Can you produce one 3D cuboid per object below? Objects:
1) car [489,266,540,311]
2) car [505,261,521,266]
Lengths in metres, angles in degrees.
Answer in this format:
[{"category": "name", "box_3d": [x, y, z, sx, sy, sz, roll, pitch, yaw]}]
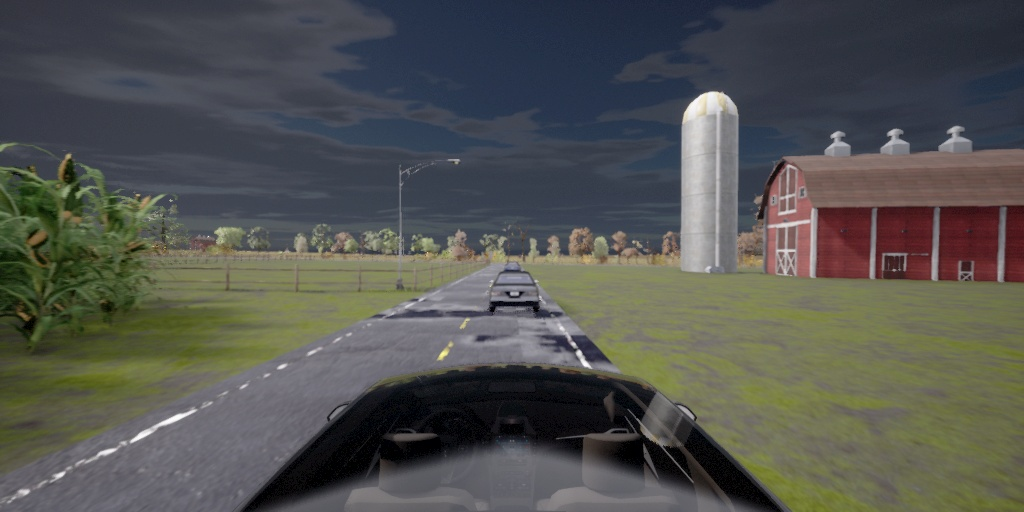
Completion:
[{"category": "car", "box_3d": [0.089, 1.289, 14.352, 2.033, 1.411, 5.357, 0, 0, 0]}, {"category": "car", "box_3d": [0.073, 1.300, 41.999, 1.994, 1.385, 4.181, 0, 0, 0]}]
